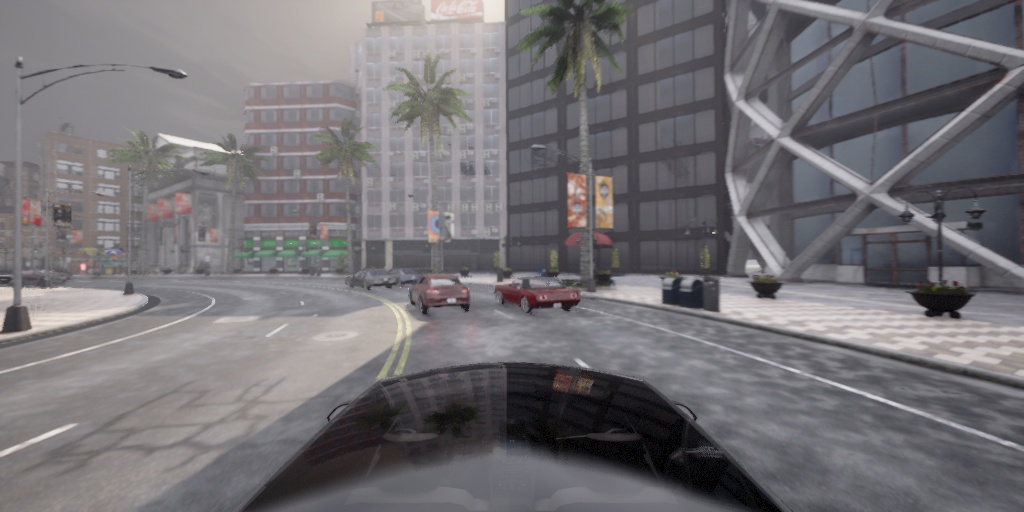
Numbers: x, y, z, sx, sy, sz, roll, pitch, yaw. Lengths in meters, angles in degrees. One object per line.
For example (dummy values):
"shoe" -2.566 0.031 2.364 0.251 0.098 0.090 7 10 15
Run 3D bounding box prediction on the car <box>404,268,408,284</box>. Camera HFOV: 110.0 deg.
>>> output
"car" -9.186 1.698 29.516 4.181 1.385 1.994 -1 -1 43

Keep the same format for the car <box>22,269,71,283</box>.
"car" -48.164 2.049 36.767 4.674 1.442 1.812 -1 -1 4

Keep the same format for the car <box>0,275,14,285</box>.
"car" -49.691 2.099 33.370 4.718 1.301 1.895 -1 -1 4

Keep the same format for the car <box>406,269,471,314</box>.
"car" -3.054 1.446 14.846 1.812 1.442 4.674 0 -1 -23

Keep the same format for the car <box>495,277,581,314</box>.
"car" 0.810 1.489 14.706 1.895 1.301 4.718 0 -1 -21

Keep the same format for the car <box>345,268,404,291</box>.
"car" -10.129 1.645 25.635 2.033 1.411 5.357 0 -1 -44
